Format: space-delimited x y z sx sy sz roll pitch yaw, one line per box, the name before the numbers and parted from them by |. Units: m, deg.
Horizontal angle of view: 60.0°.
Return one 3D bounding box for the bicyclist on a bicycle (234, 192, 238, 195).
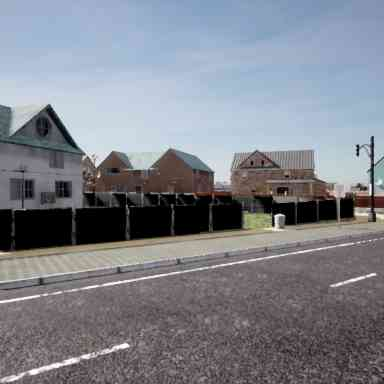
bicyclist on a bicycle | 5.196 0.794 39.574 0.582 1.620 1.656 1 1 19
